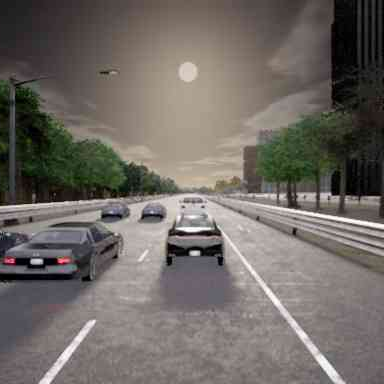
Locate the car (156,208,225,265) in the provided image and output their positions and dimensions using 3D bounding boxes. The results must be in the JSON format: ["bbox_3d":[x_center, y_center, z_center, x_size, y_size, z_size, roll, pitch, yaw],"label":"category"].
[{"bbox_3d":[0.088,1.546,11.926,2.128,1.511,4.902,0,0,0],"label":"car"}]

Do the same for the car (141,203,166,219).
[{"bbox_3d":[-3.411,1.692,30.418,1.994,1.385,4.181,0,0,0],"label":"car"}]

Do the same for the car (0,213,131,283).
[{"bbox_3d":[-3.417,1.593,9.842,2.033,1.411,5.357,0,0,0],"label":"car"}]

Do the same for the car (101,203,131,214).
[{"bbox_3d":[-6.912,1.693,30.513,1.994,1.385,4.181,0,0,0],"label":"car"}]

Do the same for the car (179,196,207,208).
[{"bbox_3d":[0.088,1.344,28.723,2.150,2.045,5.566,0,0,0],"label":"car"}]
